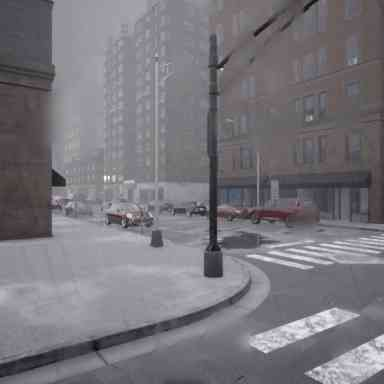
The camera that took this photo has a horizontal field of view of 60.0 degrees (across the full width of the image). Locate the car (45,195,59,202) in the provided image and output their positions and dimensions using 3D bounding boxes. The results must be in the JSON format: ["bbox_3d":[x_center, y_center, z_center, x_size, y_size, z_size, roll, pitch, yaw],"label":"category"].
[{"bbox_3d":[-32.153,1.472,76.354,2.008,1.369,4.403,0,0,-35],"label":"car"}]

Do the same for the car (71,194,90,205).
[{"bbox_3d":[-20.044,1.298,59.596,2.097,1.767,4.553,0,0,-35],"label":"car"}]

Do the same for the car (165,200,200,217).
[{"bbox_3d":[-0.355,1.550,31.188,1.947,1.339,4.313,0,0,-35],"label":"car"}]

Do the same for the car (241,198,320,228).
[{"bbox_3d":[6.005,1.309,22.155,2.192,1.841,5.009,0,0,-35],"label":"car"}]

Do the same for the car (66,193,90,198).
[{"bbox_3d":[-18.214,1.176,51.761,2.150,2.045,5.566,0,0,-35],"label":"car"}]

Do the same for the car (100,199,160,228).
[{"bbox_3d":[-4.132,1.430,21.742,1.967,1.590,4.097,0,0,-35],"label":"car"}]

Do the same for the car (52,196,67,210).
[{"bbox_3d":[-16.855,1.512,39.814,1.887,1.381,4.507,0,0,-35],"label":"car"}]

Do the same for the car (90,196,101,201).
[{"bbox_3d":[-16.004,1.458,53.915,1.837,1.490,4.892,0,0,-35],"label":"car"}]

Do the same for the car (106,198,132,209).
[{"bbox_3d":[-9.894,1.532,44.738,1.947,1.339,4.313,0,0,-35],"label":"car"}]

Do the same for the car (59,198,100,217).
[{"bbox_3d":[-10.493,1.530,30.779,2.008,1.369,4.403,0,0,-35],"label":"car"}]

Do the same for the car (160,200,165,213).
[{"bbox_3d":[-3.535,1.529,35.706,2.008,1.369,4.403,0,0,-35],"label":"car"}]

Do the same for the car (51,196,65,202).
[{"bbox_3d":[-28.973,1.478,71.838,2.008,1.369,4.403,0,0,-35],"label":"car"}]

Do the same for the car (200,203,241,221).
[{"bbox_3d":[2.825,1.571,26.672,1.802,1.307,4.206,0,0,-35],"label":"car"}]
